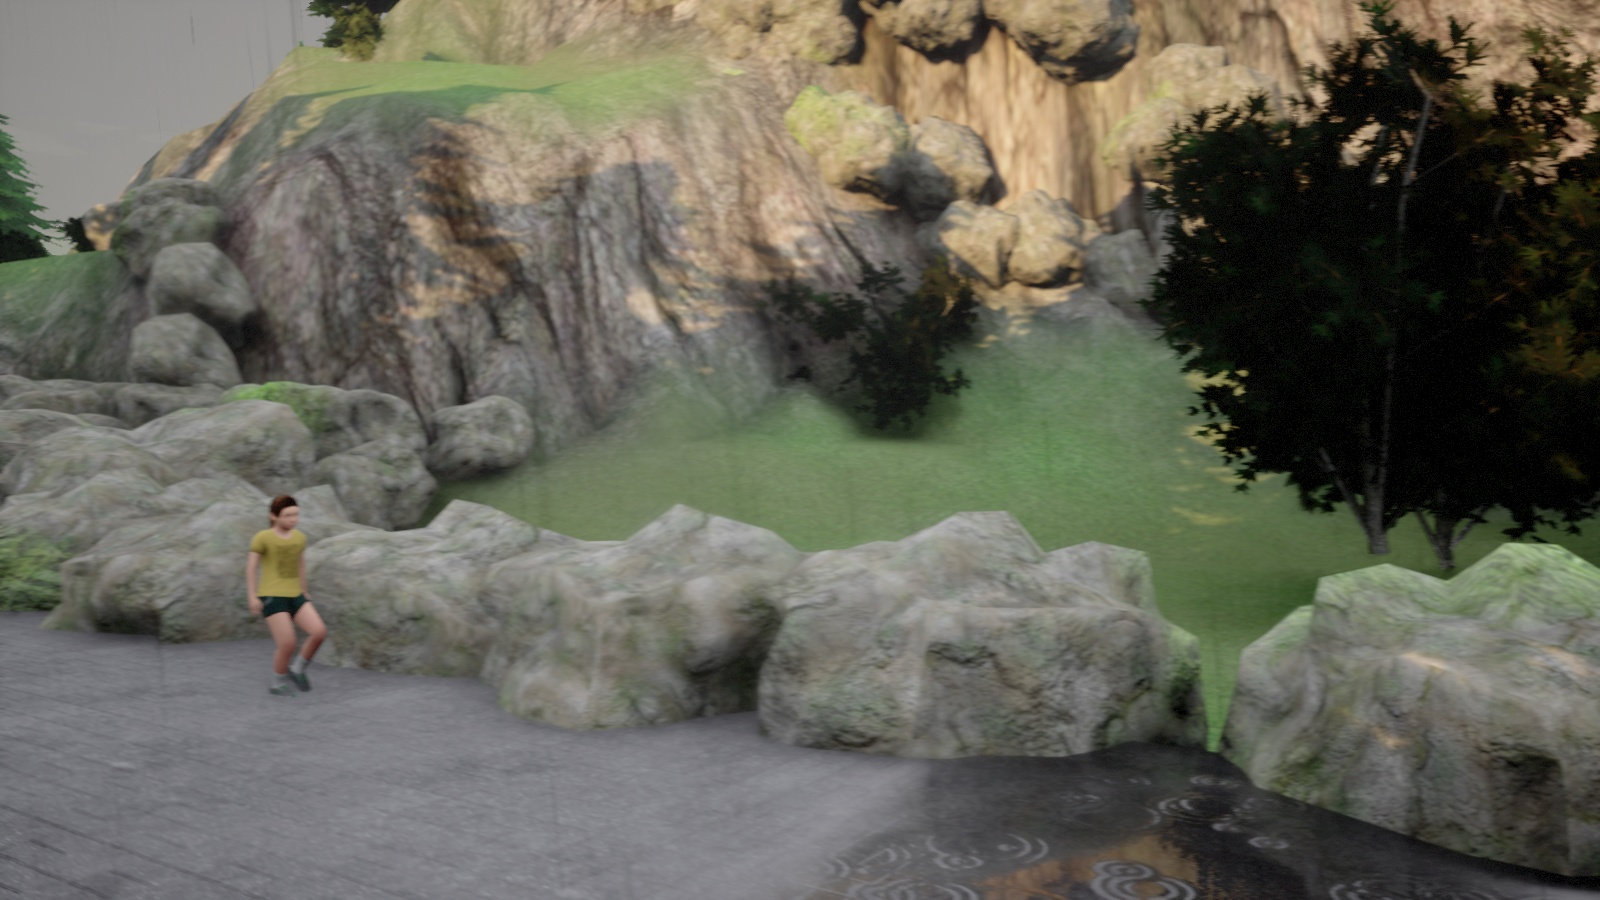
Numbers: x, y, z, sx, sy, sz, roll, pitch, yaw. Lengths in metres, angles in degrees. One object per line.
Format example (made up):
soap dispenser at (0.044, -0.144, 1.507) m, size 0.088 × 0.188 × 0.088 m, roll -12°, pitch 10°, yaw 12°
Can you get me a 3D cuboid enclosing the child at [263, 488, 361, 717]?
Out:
child at (-2.484, 0.758, 6.394) m, size 0.394 × 1.110 × 0.255 m, roll 0°, pitch 1°, yaw 30°
